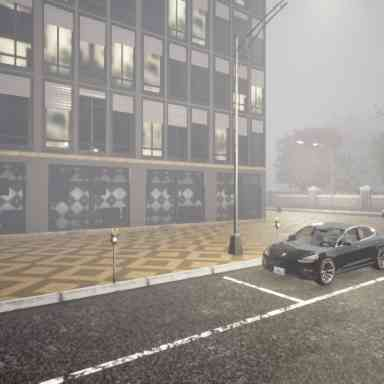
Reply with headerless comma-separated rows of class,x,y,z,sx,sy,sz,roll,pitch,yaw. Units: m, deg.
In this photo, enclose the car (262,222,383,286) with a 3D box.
car,3.914,1.562,9.438,4.313,1.339,1.947,0,0,-35
